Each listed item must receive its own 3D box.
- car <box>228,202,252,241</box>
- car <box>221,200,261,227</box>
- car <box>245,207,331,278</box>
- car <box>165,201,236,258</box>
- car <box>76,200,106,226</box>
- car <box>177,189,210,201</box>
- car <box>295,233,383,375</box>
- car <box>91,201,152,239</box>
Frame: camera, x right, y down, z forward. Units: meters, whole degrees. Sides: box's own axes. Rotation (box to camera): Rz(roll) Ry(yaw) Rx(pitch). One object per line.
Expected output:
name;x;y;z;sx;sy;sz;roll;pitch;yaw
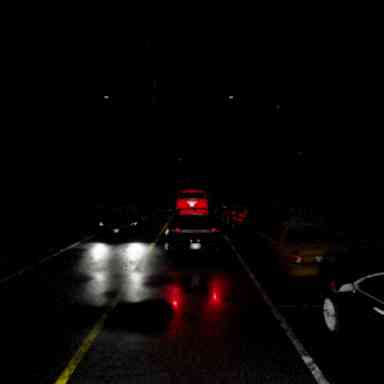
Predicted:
car;2.871;1.310;14.833;1.947;1.339;4.313;-1;1;0
car;2.874;1.231;20.418;1.802;1.307;4.206;-1;1;0
car;2.868;1.363;9.417;1.752;1.417;4.829;-1;1;0
car;0.101;1.286;11.870;2.128;1.511;4.902;0;1;0
car;-5.672;1.193;20.419;1.887;1.381;4.507;-1;1;0
car;0.076;0.820;23.349;2.150;2.045;5.566;0;1;2
car;2.866;1.486;3.663;2.008;1.369;4.403;-1;1;0
car;-3.022;1.255;15.687;1.812;1.442;4.674;0;1;1
